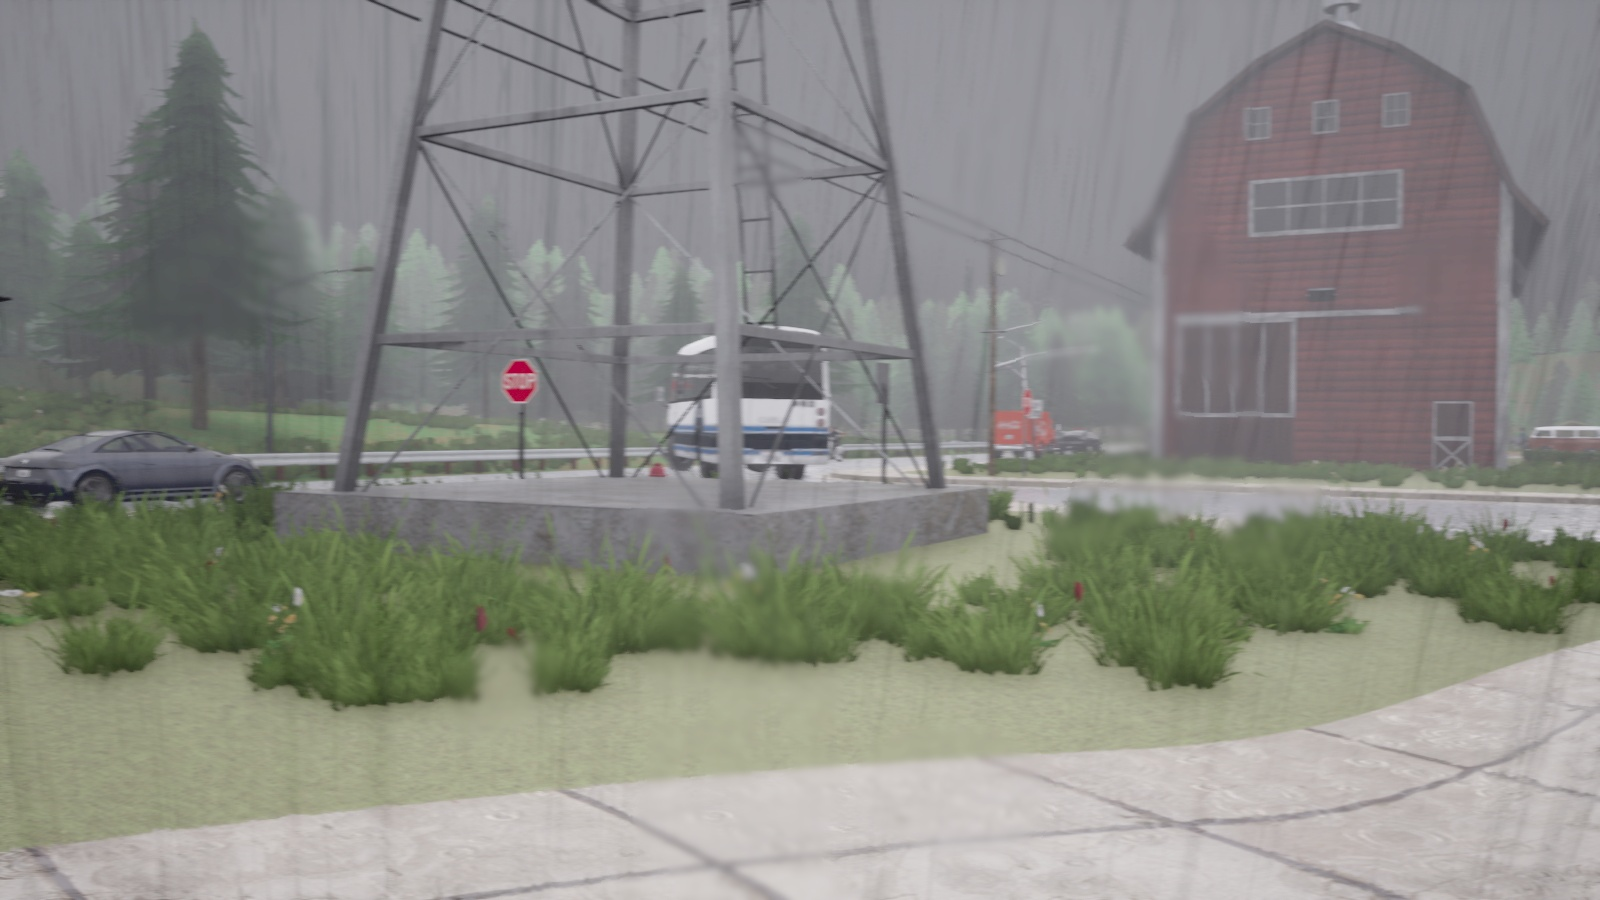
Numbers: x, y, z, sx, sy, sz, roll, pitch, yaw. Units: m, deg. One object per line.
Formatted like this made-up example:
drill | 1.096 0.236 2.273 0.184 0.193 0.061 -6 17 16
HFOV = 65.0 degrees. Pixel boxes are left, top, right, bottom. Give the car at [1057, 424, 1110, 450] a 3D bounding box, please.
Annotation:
car | 16.943 -0.782 74.841 1.837 1.490 4.892 0 1 29

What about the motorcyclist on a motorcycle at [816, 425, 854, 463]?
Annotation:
motorcyclist on a motorcycle | 1.515 -0.266 53.836 0.866 1.590 1.817 0 1 29

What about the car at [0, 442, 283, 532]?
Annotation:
car | -11.651 0.580 22.351 1.994 1.385 4.181 0 1 29

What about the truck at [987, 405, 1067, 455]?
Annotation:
truck | 11.926 -1.048 65.634 2.627 2.467 5.204 0 1 29

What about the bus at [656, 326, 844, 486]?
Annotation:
bus | -1.885 -1.279 38.841 3.944 4.253 10.273 -1 1 -13

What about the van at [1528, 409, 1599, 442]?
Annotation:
van | 48.475 -1.530 79.025 4.480 2.038 2.069 0 1 28
